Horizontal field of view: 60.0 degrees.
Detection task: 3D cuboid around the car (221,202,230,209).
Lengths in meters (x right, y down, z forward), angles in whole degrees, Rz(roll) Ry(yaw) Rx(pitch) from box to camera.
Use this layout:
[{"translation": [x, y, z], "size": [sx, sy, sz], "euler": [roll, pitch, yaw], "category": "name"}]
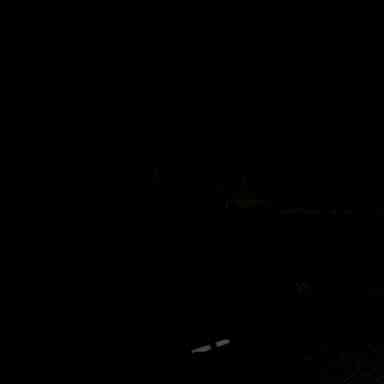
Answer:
[{"translation": [7.242, 2.831, 68.889], "size": [1.882, 1.535, 5.008], "euler": [-2, 0, -36], "category": "car"}]
